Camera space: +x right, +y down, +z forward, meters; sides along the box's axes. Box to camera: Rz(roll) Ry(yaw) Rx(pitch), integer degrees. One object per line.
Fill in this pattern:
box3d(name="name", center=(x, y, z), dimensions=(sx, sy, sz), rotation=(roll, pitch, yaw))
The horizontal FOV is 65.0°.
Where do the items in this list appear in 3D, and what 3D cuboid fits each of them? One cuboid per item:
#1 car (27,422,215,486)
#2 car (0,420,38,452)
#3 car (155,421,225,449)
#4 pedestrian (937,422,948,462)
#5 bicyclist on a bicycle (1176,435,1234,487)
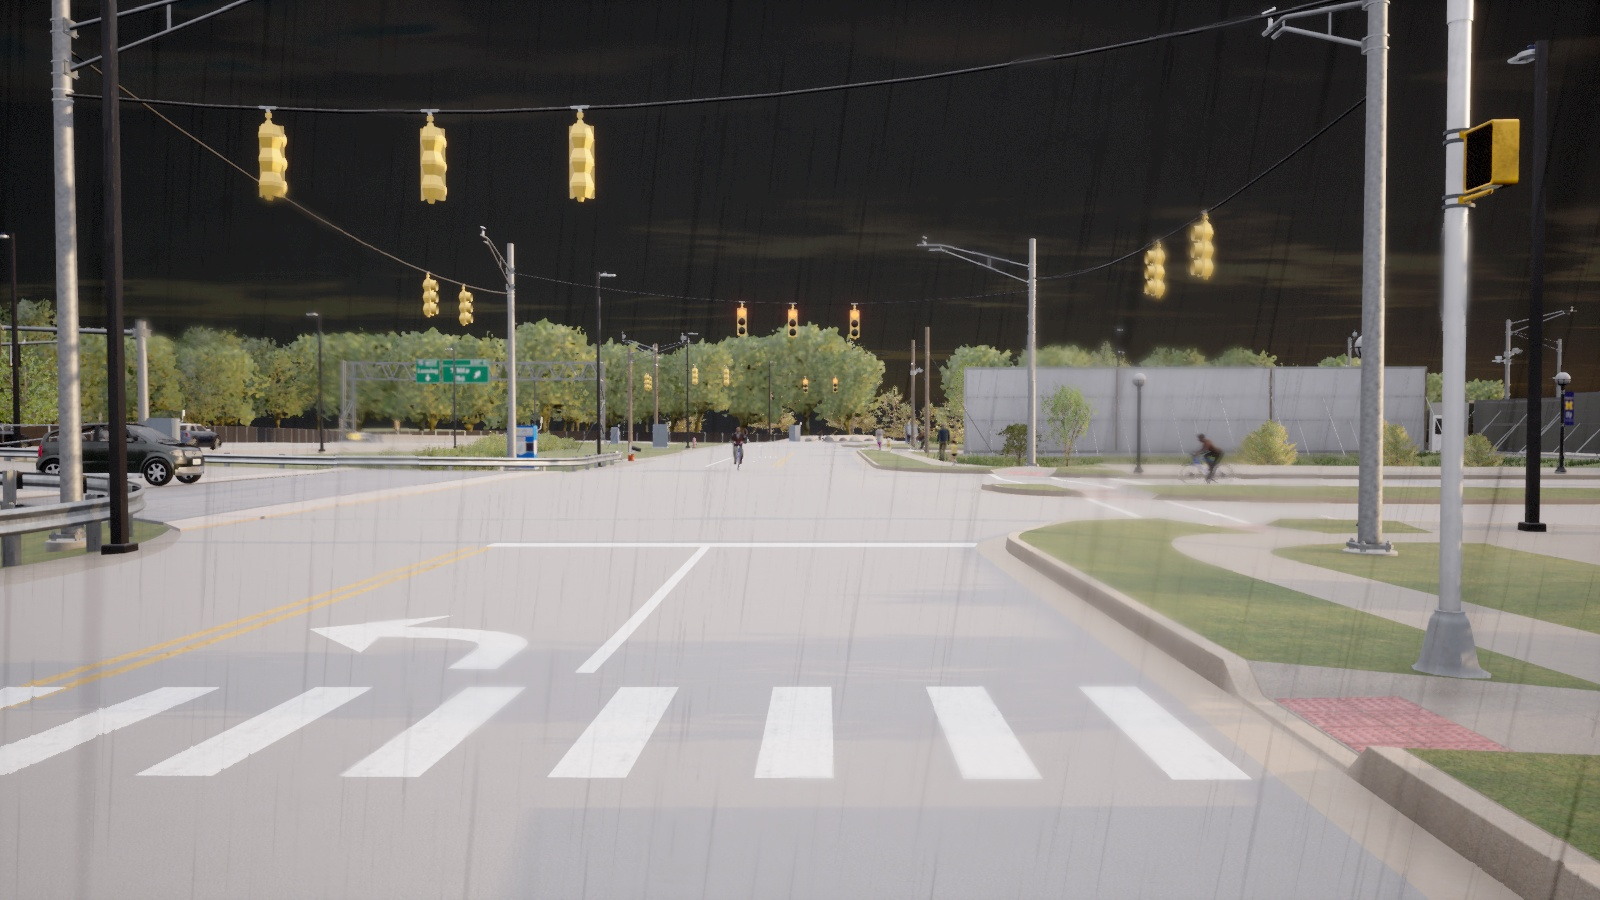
box3d(name="car", center=(-16.832, 0.080, 31.250), dimensions=(3.705, 1.549, 1.789), rotation=(0, 1, 1))
box3d(name="car", center=(-37.362, -0.650, 57.937), dimensions=(1.816, 1.474, 4.193), rotation=(0, 1, 1))
box3d(name="car", center=(-33.670, -0.815, 69.444), dimensions=(1.970, 1.475, 3.806), rotation=(0, 1, 1))
box3d(name="pedestrian", center=(6.647, -0.383, 58.598), dimensions=(0.402, 1.842, 0.726), rotation=(0, 2, 1))
box3d(name="bicyclist on a bicycle", center=(12.700, 0.344, 39.417), dimensions=(1.656, 1.620, 0.582), rotation=(0, 0, 6))
